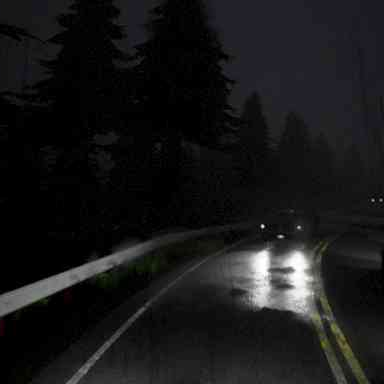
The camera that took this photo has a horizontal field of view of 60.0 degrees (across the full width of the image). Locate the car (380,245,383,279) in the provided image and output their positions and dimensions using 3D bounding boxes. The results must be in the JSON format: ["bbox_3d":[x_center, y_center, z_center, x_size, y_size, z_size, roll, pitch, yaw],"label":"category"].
[{"bbox_3d":[5.045,1.392,6.209,1.801,1.575,5.366,0,1,16],"label":"car"}]

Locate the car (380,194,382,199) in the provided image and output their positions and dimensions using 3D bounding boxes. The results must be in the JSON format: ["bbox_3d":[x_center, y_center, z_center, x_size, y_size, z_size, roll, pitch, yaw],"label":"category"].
[{"bbox_3d":[22.276,0.875,36.383,2.128,1.511,4.902,-1,0,35],"label":"car"}]

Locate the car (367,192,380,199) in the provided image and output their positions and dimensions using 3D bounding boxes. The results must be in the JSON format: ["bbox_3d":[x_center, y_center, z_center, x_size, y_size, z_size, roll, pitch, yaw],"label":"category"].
[{"bbox_3d":[33.411,0.647,61.076,2.033,1.411,5.357,0,-1,19],"label":"car"}]

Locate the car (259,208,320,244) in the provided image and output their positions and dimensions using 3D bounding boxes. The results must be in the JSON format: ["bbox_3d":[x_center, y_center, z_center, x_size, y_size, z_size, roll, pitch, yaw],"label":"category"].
[{"bbox_3d":[4.545,1.448,15.165,1.895,1.301,4.718,-1,0,28],"label":"car"}]
